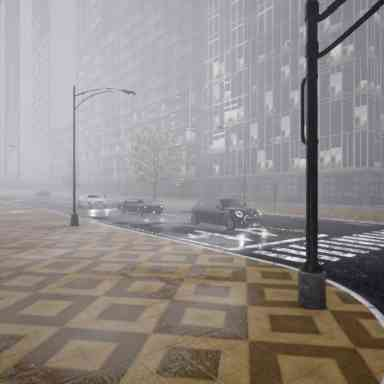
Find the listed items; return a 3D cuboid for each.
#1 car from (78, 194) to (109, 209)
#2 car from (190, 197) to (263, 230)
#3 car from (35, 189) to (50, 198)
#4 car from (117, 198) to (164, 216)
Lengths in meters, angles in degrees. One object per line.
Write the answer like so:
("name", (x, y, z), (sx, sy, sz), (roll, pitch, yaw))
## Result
("car", (-10.501, 0.910, 34.966), (1.812, 1.442, 4.674), (0, 1, -38))
("car", (1.906, 1.104, 19.216), (2.097, 1.767, 4.553), (0, 1, -38))
("car", (-28.602, 0.236, 63.592), (1.882, 1.535, 5.008), (0, 1, -38))
("car", (-4.254, 1.171, 27.019), (1.895, 1.301, 4.718), (0, 1, -38))
